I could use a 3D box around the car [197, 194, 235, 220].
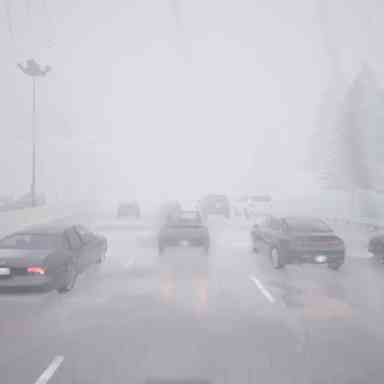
[{"bbox_3d":[1.723,1.213,28.491,2.150,2.045,5.566,0,0,-7],"label":"car"}]

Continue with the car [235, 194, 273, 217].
[{"bbox_3d":[5.214,1.223,28.755,2.150,2.045,5.566,0,0,-7],"label":"car"}]

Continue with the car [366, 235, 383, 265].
[{"bbox_3d":[6.857,1.565,8.757,2.033,1.411,5.357,0,0,-2],"label":"car"}]

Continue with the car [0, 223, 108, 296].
[{"bbox_3d":[-3.645,1.533,8.755,2.033,1.411,5.357,0,0,-2],"label":"car"}]

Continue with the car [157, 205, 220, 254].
[{"bbox_3d":[-0.368,1.484,13.384,2.128,1.511,4.902,0,0,-3],"label":"car"}]

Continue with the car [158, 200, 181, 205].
[{"bbox_3d":[-1.919,1.473,29.197,2.128,1.511,4.902,0,0,-8],"label":"car"}]

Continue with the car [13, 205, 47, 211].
[{"bbox_3d":[-17.370,1.152,36.157,2.150,2.045,5.566,0,0,-10],"label":"car"}]

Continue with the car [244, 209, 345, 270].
[{"bbox_3d":[3.254,1.509,11.099,1.837,1.490,4.892,0,0,-3],"label":"car"}]

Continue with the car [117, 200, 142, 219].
[{"bbox_3d":[-5.418,1.462,28.911,2.128,1.511,4.902,0,0,-8],"label":"car"}]
